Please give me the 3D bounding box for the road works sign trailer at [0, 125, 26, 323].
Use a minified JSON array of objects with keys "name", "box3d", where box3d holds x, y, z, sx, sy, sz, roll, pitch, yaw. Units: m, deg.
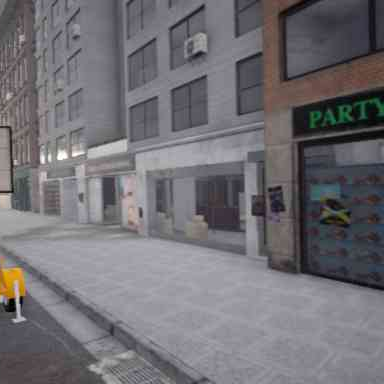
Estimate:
[{"name":"road works sign trailer","box3d":[-4.629,0.448,6.088,2.380,3.560,2.880,-2,1,-39]}]
